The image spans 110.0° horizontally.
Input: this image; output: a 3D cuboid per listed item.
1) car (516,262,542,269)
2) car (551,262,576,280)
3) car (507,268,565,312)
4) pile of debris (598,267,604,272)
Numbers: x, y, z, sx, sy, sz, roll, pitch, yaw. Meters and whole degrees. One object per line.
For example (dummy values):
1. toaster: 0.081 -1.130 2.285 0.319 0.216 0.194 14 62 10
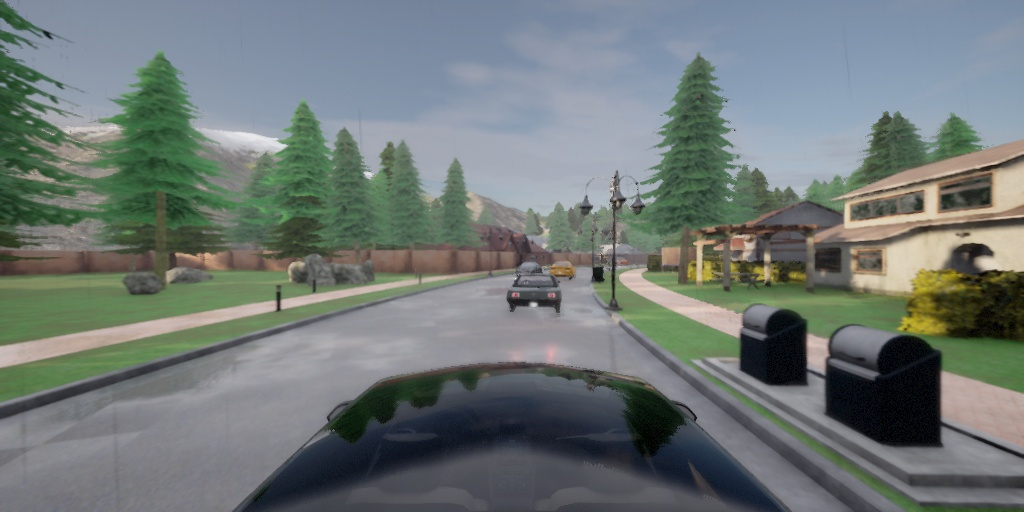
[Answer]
1. car: 1.701 1.269 35.010 1.812 1.442 4.674 0 0 17
2. car: 4.619 1.233 31.914 1.882 1.535 5.008 0 0 15
3. car: 0.996 1.350 14.269 1.895 1.301 4.718 0 0 7
4. pile of debris: 14.807 1.959 56.092 1.500 0.140 1.860 0 0 31
